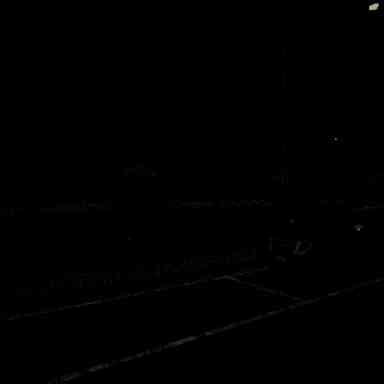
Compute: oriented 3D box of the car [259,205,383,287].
[{"bbox_3d":[4.189,1.313,9.519,5.009,1.841,2.192,0,0,-35],"label":"car"}]
